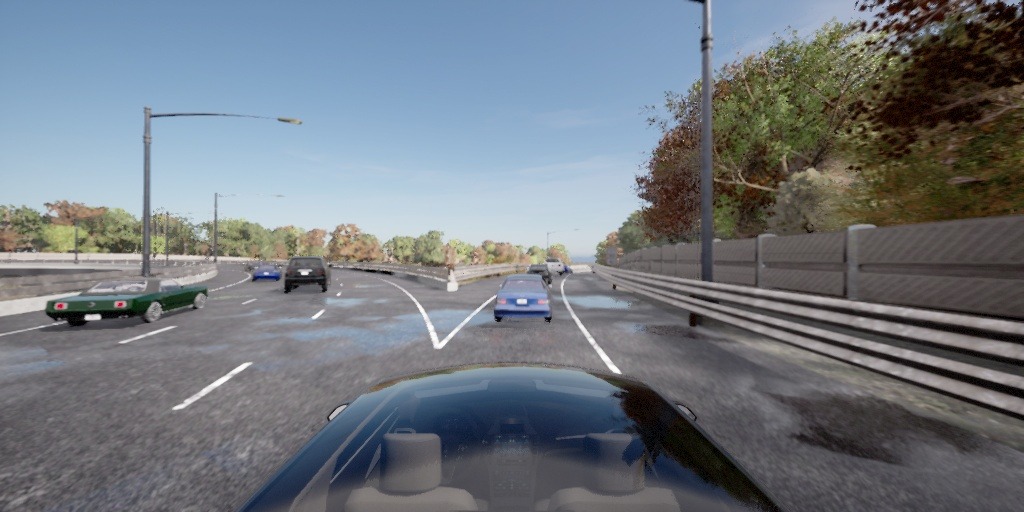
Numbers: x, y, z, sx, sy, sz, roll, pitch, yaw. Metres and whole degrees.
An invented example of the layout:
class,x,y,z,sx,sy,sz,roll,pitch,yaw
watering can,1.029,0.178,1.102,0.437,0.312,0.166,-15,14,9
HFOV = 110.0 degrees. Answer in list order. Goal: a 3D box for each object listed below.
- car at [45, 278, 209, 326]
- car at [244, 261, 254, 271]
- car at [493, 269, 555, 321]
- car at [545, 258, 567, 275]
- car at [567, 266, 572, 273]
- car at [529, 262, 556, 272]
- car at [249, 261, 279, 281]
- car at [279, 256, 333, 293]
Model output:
class,x,y,z,sx,sy,sz,roll,pitch,yaw
car,-12.073,1.376,11.803,1.895,1.301,4.718,0,0,-19
car,-37.336,1.419,51.911,2.128,1.511,4.902,1,-1,-45
car,0.461,1.356,12.708,2.033,1.411,5.357,0,0,4
car,5.095,1.264,43.451,2.150,2.045,5.566,0,-1,11
car,8.374,2.097,59.331,1.882,1.535,5.008,0,-4,12
car,2.168,1.394,27.735,1.837,1.490,4.892,0,-1,9
car,-21.186,1.420,31.168,1.994,1.385,4.181,0,0,-30
car,-12.341,1.049,21.908,2.150,2.045,5.566,0,0,-24
